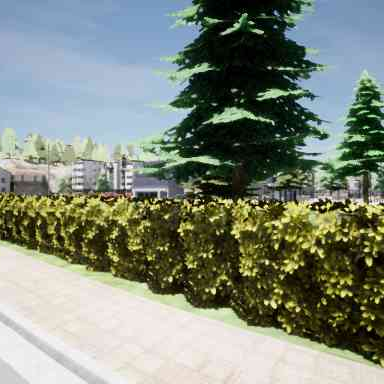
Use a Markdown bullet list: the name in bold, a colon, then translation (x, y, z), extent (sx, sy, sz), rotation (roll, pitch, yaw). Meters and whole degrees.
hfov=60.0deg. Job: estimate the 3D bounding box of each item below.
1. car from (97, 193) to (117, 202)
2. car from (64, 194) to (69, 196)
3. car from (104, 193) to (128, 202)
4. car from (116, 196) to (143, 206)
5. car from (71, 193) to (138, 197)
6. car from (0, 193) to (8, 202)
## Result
- **car**: translation (-18.211, 1.077, 71.371), extent (1.905, 1.878, 3.866), rotation (0, 0, 44)
- **car**: translation (-27.325, 1.154, 80.350), extent (2.152, 1.636, 5.027), rotation (0, 0, 44)
- **car**: translation (-15.852, 1.097, 69.626), extent (1.932, 1.855, 4.605), rotation (0, 0, 44)
- **car**: translation (-10.041, 1.384, 53.291), extent (1.970, 1.475, 3.806), rotation (0, 0, 44)
- **car**: translation (-8.047, 1.221, 31.017), extent (2.150, 2.045, 5.566), rotation (0, 0, 44)
- **car**: translation (-41.761, 1.097, 70.170), extent (1.932, 1.855, 4.605), rotation (0, 0, 44)
